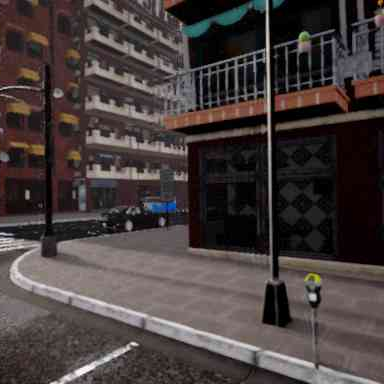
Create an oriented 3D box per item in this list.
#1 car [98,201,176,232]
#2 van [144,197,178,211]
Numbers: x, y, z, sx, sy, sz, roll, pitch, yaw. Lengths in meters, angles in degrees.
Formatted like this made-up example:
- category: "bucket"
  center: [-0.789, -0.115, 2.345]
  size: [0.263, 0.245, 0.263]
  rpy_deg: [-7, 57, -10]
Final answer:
- category: "car"
  center: [-3.198, 1.417, 18.736]
  size: [2.008, 1.369, 4.403]
  rpy_deg: [-1, -1, 36]
- category: "van"
  center: [-3.113, 1.335, 32.381]
  size: [1.690, 1.788, 3.998]
  rpy_deg: [-1, -1, 36]
